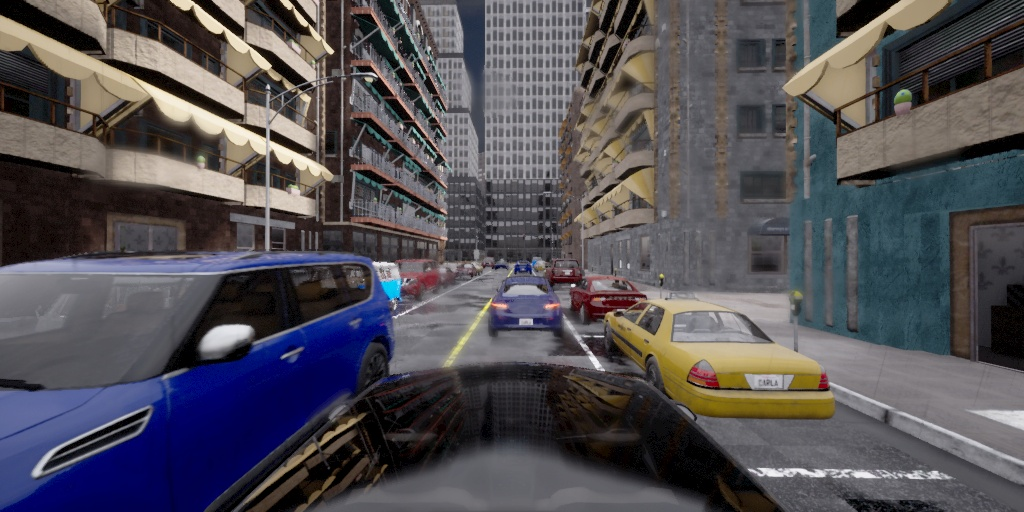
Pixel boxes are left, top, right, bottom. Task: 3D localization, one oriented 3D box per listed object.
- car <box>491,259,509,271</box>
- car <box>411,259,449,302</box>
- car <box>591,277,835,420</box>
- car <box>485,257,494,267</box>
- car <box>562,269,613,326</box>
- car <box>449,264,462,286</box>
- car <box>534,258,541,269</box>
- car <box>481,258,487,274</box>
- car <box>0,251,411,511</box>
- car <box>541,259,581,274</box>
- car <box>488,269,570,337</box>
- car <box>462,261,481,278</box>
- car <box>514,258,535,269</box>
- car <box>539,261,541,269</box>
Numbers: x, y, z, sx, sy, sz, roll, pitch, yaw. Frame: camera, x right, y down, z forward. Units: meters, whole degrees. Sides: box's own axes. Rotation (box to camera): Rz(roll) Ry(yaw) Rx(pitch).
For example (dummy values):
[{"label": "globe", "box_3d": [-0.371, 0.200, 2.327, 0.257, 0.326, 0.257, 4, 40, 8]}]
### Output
[{"label": "car", "box_3d": [-1.416, 1.372, 49.432, 1.895, 1.301, 4.718, 0, 0, 2]}, {"label": "car", "box_3d": [-4.821, 1.068, 17.380, 2.192, 1.841, 5.009, 0, 0, 2]}, {"label": "car", "box_3d": [2.741, 1.276, 6.051, 1.751, 1.417, 4.829, 0, 0, 2]}, {"label": "car", "box_3d": [-3.701, 1.092, 56.847, 2.192, 1.841, 5.009, 0, 0, 2]}, {"label": "car", "box_3d": [2.896, 1.297, 11.519, 1.888, 1.381, 4.507, 0, 0, 2]}, {"label": "car", "box_3d": [-4.661, 1.338, 23.018, 1.802, 1.307, 4.207, 0, 0, 2]}, {"label": "car", "box_3d": [3.861, 1.294, 45.517, 1.751, 1.417, 4.829, 0, 0, 2]}, {"label": "car", "box_3d": [-4.186, 1.289, 39.763, 1.751, 1.417, 4.829, 0, 0, 2]}, {"label": "car", "box_3d": [-2.772, 0.970, 2.961, 2.150, 2.045, 5.566, 0, 0, 1]}, {"label": "car", "box_3d": [3.216, 1.071, 22.795, 2.192, 1.841, 5.009, 0, 0, 2]}, {"label": "car", "box_3d": [0.386, 1.277, 10.147, 1.812, 1.442, 4.674, 0, 0, 2]}, {"label": "car", "box_3d": [-4.341, 1.343, 34.294, 1.802, 1.307, 4.207, 0, 0, 2]}, {"label": "car", "box_3d": [1.230, 1.242, 39.877, 1.882, 1.535, 5.008, 0, 0, 2]}, {"label": "car", "box_3d": [3.381, 1.284, 28.603, 1.751, 1.417, 4.829, 0, 0, 2]}]
